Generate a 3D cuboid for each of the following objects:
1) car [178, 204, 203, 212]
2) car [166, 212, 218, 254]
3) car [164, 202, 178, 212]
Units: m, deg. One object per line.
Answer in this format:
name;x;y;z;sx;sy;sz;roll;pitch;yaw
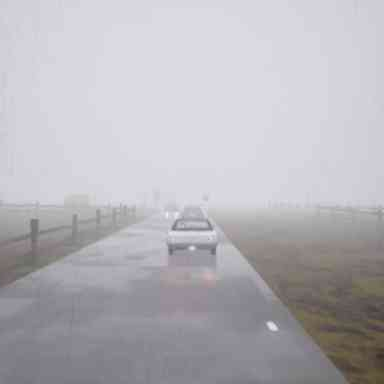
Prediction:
car;0.028;1.872;29.341;1.994;1.385;4.181;0;-1;0
car;0.014;1.743;14.138;1.895;1.301;4.718;0;-1;0
car;-2.717;2.076;46.463;1.994;1.385;4.181;0;-1;0
